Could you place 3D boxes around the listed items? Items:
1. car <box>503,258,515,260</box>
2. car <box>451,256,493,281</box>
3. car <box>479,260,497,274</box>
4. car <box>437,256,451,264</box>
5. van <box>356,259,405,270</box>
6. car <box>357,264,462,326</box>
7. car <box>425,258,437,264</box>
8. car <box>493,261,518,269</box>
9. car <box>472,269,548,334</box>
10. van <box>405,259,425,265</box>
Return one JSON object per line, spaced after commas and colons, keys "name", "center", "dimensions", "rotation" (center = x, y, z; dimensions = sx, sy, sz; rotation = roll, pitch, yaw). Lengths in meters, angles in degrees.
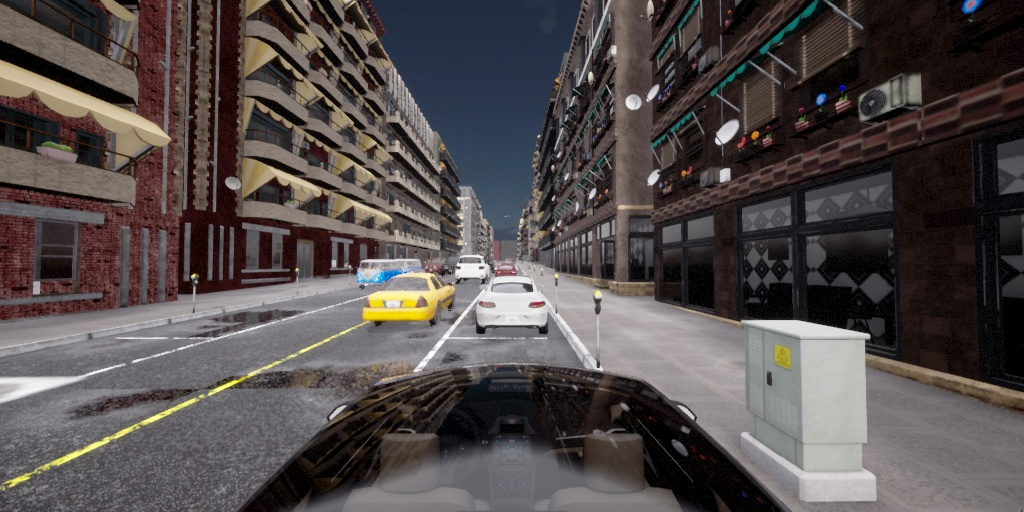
{"name": "car", "center": [-0.445, 1.240, 39.134], "dimensions": [1.967, 1.591, 4.097], "rotation": [0, 0, 0]}
{"name": "car", "center": [-2.936, 0.996, 27.600], "dimensions": [2.150, 2.045, 5.566], "rotation": [0, 0, 0]}
{"name": "car", "center": [-2.934, 1.316, 44.047], "dimensions": [1.837, 1.490, 4.892], "rotation": [0, 0, 0]}
{"name": "car", "center": [-5.857, 1.015, 37.048], "dimensions": [2.150, 2.045, 5.566], "rotation": [0, 0, 0]}
{"name": "van", "center": [-8.335, 1.108, 22.603], "dimensions": [1.690, 1.789, 3.998], "rotation": [0, 0, 0]}
{"name": "car", "center": [-3.019, 1.211, 11.667], "dimensions": [1.801, 1.575, 5.366], "rotation": [0, 0, 0]}
{"name": "car", "center": [-8.335, 1.115, 39.194], "dimensions": [2.192, 1.841, 5.009], "rotation": [0, 0, 0]}
{"name": "car", "center": [-0.452, 1.322, 28.072], "dimensions": [1.888, 1.381, 4.507], "rotation": [0, 0, 0]}
{"name": "car", "center": [0.003, 1.281, 10.503], "dimensions": [1.812, 1.442, 4.674], "rotation": [0, 0, 0]}
{"name": "van", "center": [-8.335, 1.118, 28.134], "dimensions": [1.690, 1.789, 3.998], "rotation": [0, 0, 0]}
